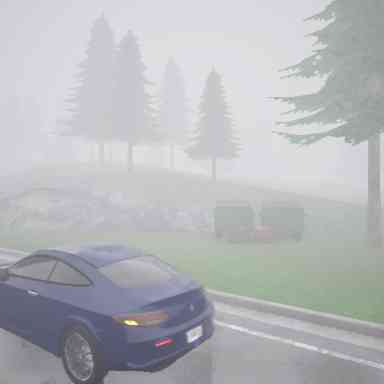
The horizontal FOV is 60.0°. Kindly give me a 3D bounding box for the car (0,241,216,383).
[{"bbox_3d":[-1.835,1.526,5.302,4.674,1.442,1.812,0,0,35],"label":"car"}]
